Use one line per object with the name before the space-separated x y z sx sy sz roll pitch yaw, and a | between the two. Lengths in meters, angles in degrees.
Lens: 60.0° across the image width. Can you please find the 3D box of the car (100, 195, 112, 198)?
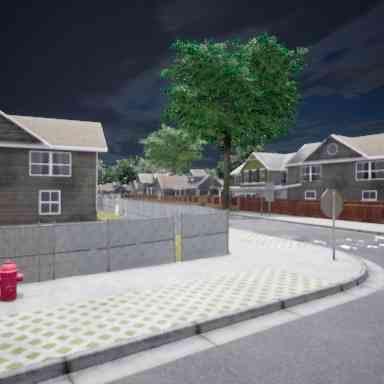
car | -23.145 1.491 91.576 2.128 1.511 4.902 0 0 -23

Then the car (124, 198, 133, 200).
car | -10.146 1.634 53.706 1.895 1.301 4.718 0 0 -23
